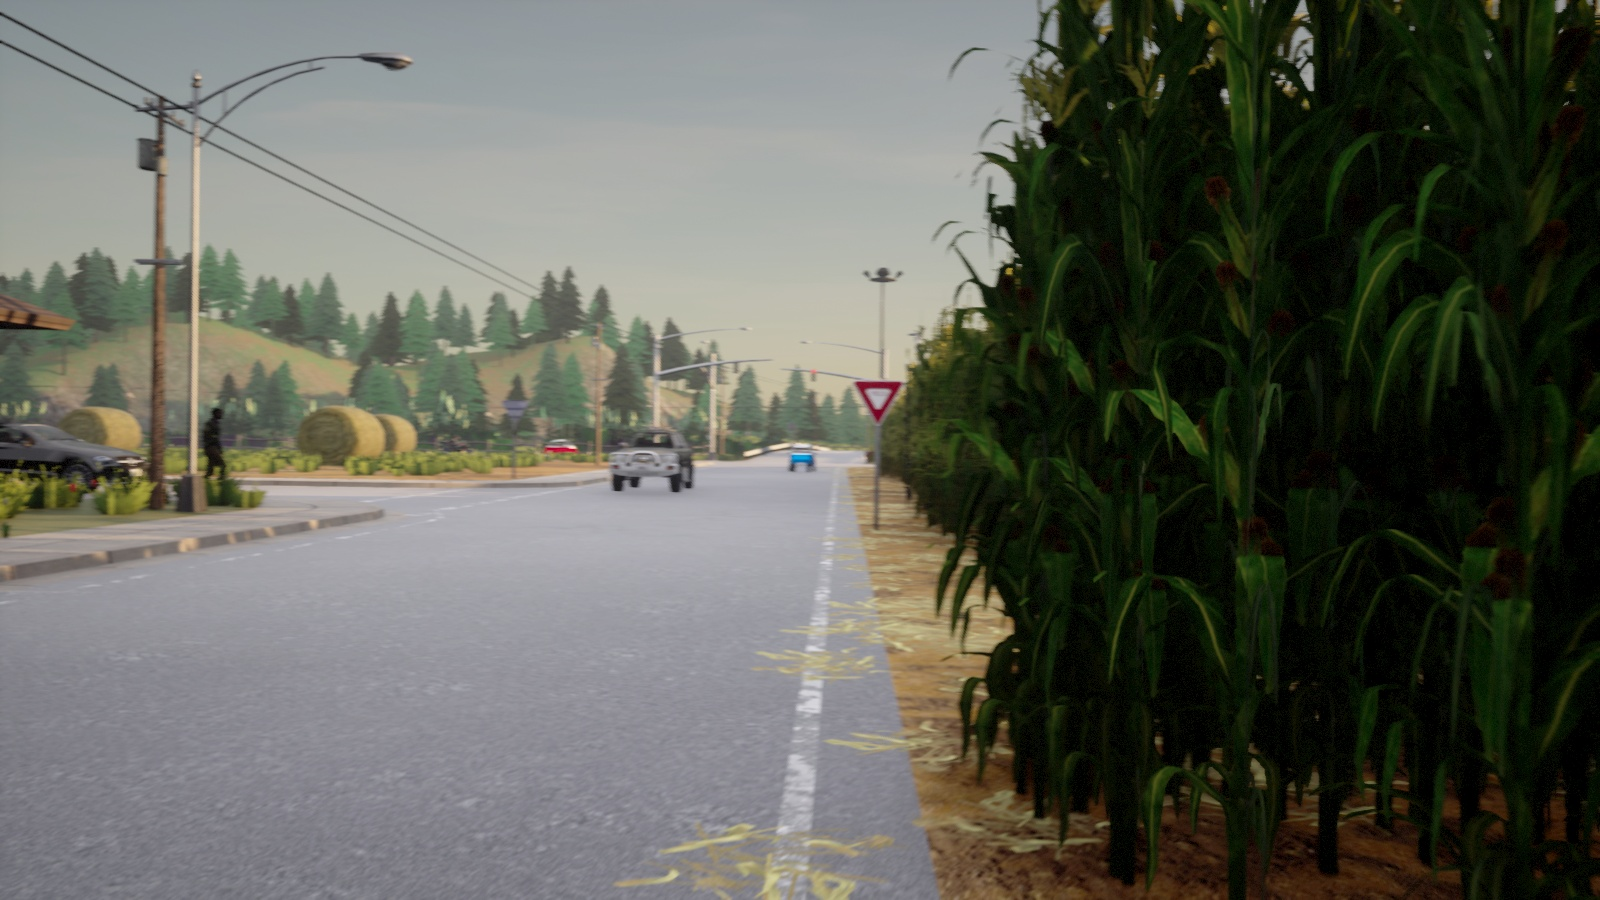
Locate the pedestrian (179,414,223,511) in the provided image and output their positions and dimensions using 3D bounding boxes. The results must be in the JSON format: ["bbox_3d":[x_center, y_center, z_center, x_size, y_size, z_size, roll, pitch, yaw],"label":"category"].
[{"bbox_3d":[-11.956,0.248,25.094,0.692,1.930,0.395,0,0,-7],"label":"pedestrian"}]

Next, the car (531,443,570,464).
[{"bbox_3d":[-16.931,0.257,85.283,2.207,1.376,1.481,0,0,4],"label":"car"}]

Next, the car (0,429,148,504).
[{"bbox_3d":[-18.102,0.361,28.960,5.027,1.651,2.152,0,0,1],"label":"car"}]

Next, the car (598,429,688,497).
[{"bbox_3d":[-4.500,0.329,36.558,1.932,1.855,4.605,0,1,1],"label":"car"}]

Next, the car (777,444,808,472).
[{"bbox_3d":[-0.372,0.384,62.551,1.481,1.376,2.207,0,1,1],"label":"car"}]

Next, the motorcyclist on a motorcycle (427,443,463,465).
[{"bbox_3d":[-24.257,0.259,85.836,2.191,1.530,0.866,0,0,4],"label":"motorcyclist on a motorcycle"}]
